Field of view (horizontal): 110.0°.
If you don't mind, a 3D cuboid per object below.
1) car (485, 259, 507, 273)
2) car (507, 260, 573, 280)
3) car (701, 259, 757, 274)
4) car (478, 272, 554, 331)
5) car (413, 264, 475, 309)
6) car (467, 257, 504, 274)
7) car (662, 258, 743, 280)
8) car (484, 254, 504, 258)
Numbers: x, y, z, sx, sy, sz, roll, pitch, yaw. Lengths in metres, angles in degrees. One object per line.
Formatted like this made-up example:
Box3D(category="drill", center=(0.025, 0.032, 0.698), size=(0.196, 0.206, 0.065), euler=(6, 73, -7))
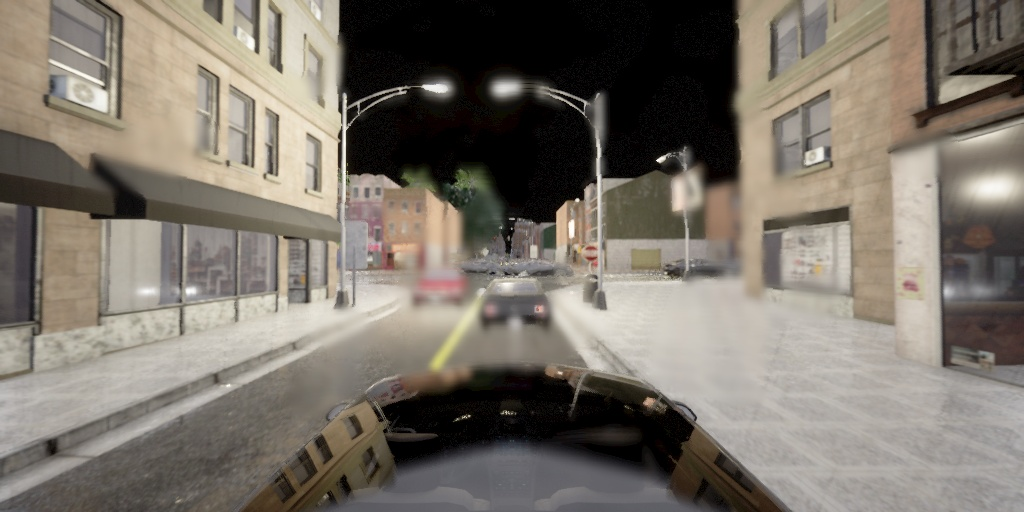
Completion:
Box3D(category="car", center=(0.612, 1.203, 31.348), size=(5.357, 1.411, 2.033), euler=(0, 0, -1))
Box3D(category="car", center=(2.293, 1.071, 27.929), size=(4.902, 1.511, 2.128), euler=(-1, -1, -1))
Box3D(category="car", center=(20.956, 1.039, 34.801), size=(4.181, 1.385, 1.994), euler=(-1, -1, -1))
Box3D(category="car", center=(0.109, 1.324, 10.891), size=(1.895, 1.301, 4.718), euler=(0, 0, 0))
Box3D(category="car", center=(-2.752, 1.242, 14.959), size=(1.812, 1.442, 4.674), euler=(0, 0, -2))
Box3D(category="car", center=(-3.456, 1.142, 34.544), size=(4.902, 1.511, 2.128), euler=(-1, 0, 0))
Box3D(category="car", center=(12.931, 0.890, 24.657), size=(4.892, 1.490, 1.837), euler=(-1, -2, -2))
Box3D(category="car", center=(-2.639, 0.811, 46.220), size=(2.150, 2.045, 5.566), euler=(0, 0, 3))
